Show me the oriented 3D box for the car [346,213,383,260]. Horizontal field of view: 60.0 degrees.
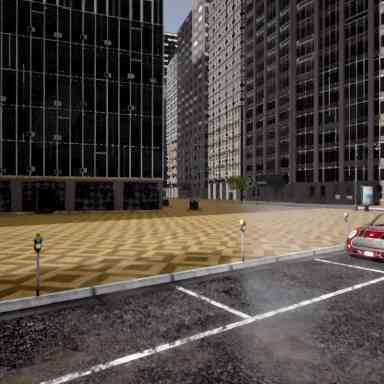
[{"bbox_3d":[7.237,1.438,11.716,4.097,1.590,1.967,0,0,-35],"label":"car"}]
